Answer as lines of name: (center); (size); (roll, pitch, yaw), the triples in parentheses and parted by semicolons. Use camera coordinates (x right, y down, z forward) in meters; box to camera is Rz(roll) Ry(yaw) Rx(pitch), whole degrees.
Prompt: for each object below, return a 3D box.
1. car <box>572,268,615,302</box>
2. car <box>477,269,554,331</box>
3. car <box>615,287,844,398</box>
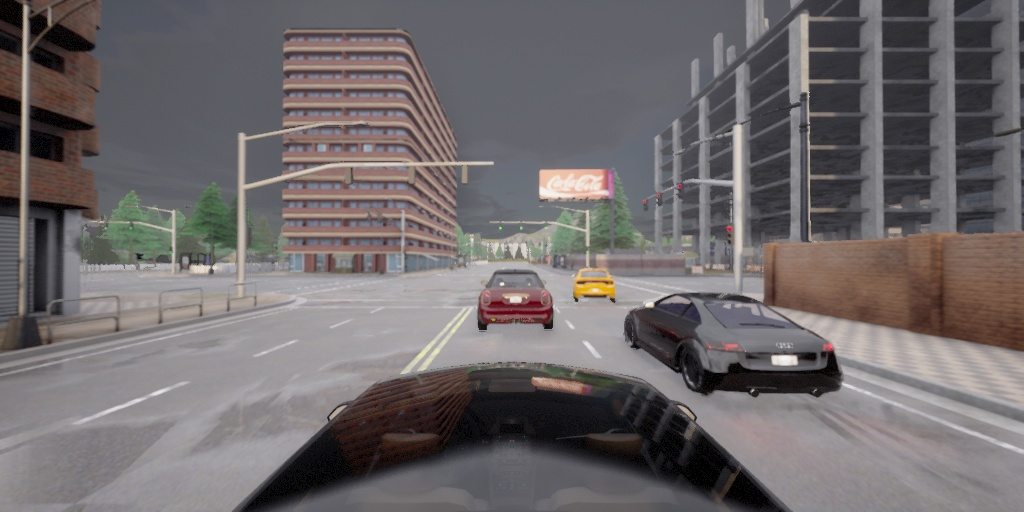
car: (4.099, 1.373, 18.201); (1.882, 1.535, 5.008); (0, 0, 10)
car: (0.058, 1.190, 11.556); (2.097, 1.767, 4.553); (0, 0, -1)
car: (3.599, 1.359, 6.740); (1.994, 1.385, 4.181); (0, 0, 0)
